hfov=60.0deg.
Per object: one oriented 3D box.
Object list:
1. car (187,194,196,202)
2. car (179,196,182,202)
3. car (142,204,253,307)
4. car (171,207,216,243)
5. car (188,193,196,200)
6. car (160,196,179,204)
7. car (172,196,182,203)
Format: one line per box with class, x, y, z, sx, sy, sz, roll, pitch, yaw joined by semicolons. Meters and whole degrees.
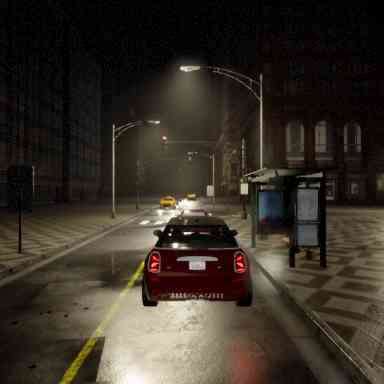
car;-0.056;1.441;74.382;1.895;1.301;4.718;0;0;0
car;-3.127;1.422;54.528;1.837;1.490;4.892;0;0;0
car;0.094;1.352;8.148;2.097;1.767;4.553;0;0;0
car;0.083;1.558;16.791;1.994;1.385;4.181;0;0;0
car;-0.063;1.126;84.356;1.882;1.535;5.008;0;0;0
car;-3.118;1.421;44.021;1.882;1.535;5.008;0;0;1
car;-3.057;1.473;69.009;1.895;1.301;4.718;0;0;0
